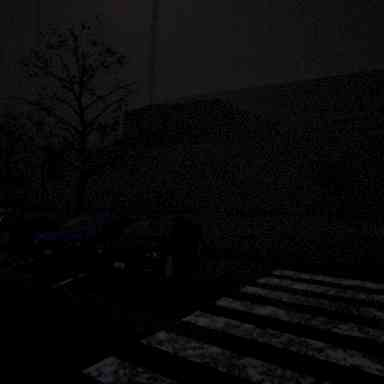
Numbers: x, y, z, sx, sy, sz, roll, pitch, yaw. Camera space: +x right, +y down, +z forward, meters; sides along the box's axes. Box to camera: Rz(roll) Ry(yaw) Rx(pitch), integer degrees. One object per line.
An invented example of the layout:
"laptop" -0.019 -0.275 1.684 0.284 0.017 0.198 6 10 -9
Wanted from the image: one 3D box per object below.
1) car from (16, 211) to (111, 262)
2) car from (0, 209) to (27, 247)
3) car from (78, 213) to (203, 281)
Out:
"car" -3.430 1.497 11.937 2.097 1.535 5.008 0 -1 16
"car" -8.229 1.532 15.392 2.231 1.521 4.892 0 -1 17
"car" -1.021 1.485 10.213 2.097 1.535 5.008 0 -1 16
